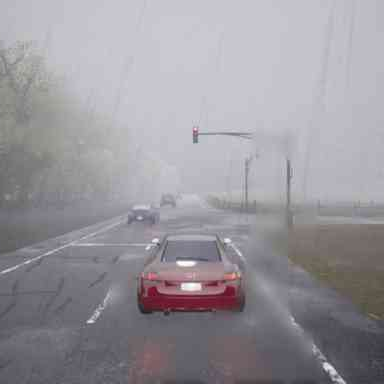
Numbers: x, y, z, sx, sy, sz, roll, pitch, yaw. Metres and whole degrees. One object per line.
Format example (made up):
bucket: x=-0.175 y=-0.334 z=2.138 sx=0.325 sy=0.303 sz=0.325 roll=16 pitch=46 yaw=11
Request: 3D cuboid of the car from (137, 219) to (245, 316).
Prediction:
car: x=-0.010 y=1.566 z=7.611 sx=1.994 sy=1.385 sz=4.181 roll=0 pitch=0 yaw=0

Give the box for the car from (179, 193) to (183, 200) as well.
car: x=-3.655 y=1.219 z=89.979 sx=2.150 sy=2.045 sz=5.566 roll=0 pitch=0 yaw=0

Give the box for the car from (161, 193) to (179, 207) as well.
car: x=-3.485 y=1.224 z=49.847 sx=2.150 sy=2.045 sz=5.566 roll=0 pitch=0 yaw=0

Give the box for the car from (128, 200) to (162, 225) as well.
car: x=-3.443 y=1.530 z=24.108 sx=1.812 sy=1.442 sz=4.674 roll=0 pitch=0 yaw=0
